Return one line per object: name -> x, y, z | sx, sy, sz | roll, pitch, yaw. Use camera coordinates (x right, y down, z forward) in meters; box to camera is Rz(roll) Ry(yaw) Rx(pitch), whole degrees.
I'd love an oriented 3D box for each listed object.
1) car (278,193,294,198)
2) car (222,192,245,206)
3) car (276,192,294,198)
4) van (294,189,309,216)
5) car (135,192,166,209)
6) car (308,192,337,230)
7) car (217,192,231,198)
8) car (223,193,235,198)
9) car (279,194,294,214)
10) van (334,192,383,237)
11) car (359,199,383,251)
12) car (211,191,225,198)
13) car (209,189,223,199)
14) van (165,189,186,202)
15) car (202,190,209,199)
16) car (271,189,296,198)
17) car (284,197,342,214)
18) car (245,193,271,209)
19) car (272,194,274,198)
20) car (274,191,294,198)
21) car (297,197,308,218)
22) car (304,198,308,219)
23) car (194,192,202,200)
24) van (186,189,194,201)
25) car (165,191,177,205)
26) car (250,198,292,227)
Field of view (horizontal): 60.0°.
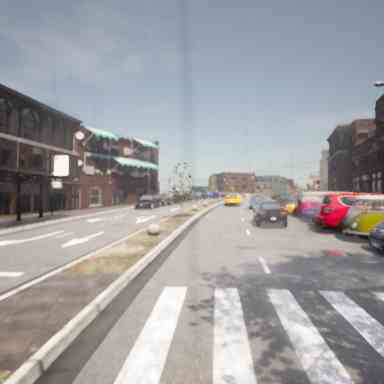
car -> 11.329, 1.122, 33.029 | 4.792, 1.488, 2.163 | 0, 1, 10
car -> 5.407, 0.919, 42.996 | 1.882, 1.535, 5.008 | 0, 1, 11
car -> 11.846, 1.076, 35.708 | 4.792, 1.488, 2.163 | 0, 1, 10
van -> 10.260, 0.996, 24.904 | 4.442, 1.987, 1.878 | 0, 1, 8
car -> -4.818, 1.030, 36.943 | 2.097, 1.535, 5.008 | 0, 1, 10
car -> 9.223, 1.079, 16.918 | 5.566, 2.045, 2.435 | 0, 1, 6
car -> 8.194, 0.785, 85.144 | 2.231, 1.521, 4.892 | 0, -1, 21
car -> 10.136, 0.899, 90.205 | 2.002, 1.452, 4.674 | 0, -1, 22
car -> 10.338, 1.176, 27.656 | 5.366, 1.575, 1.946 | 0, 1, 8
van -> 8.801, 1.134, 14.202 | 4.442, 1.987, 1.878 | 0, 1, 6
car -> 8.664, 1.266, 11.446 | 4.553, 1.767, 2.185 | 0, 1, 6
car -> 6.295, 0.600, 79.840 | 2.185, 1.767, 4.553 | 0, -1, 20
car -> 4.500, 0.438, 74.525 | 2.435, 2.045, 5.566 | 0, 0, 19
van -> -2.717, 0.625, 47.687 | 1.878, 1.987, 4.442 | 0, 1, 13
car -> 1.331, 0.726, 63.943 | 2.002, 1.452, 4.674 | 0, 0, 16
car -> 14.541, 0.558, 49.221 | 5.566, 2.045, 2.435 | 0, 1, 14
car -> 10.928, 1.178, 30.328 | 4.674, 1.452, 2.002 | 0, 1, 9
car -> 7.246, 1.098, 36.698 | 2.033, 1.411, 5.357 | 0, 1, 10
car -> 13.359, 0.924, 43.889 | 4.792, 1.488, 2.163 | 0, 1, 12
car -> 12.299, 0.999, 38.402 | 4.892, 1.521, 2.231 | 0, 1, 11
car -> 9.793, 1.300, 22.233 | 4.674, 1.452, 2.002 | 0, 1, 8
car -> 9.457, 1.325, 19.639 | 4.792, 1.488, 2.163 | 0, 1, 7
car -> -0.107, 0.758, 58.590 | 2.002, 1.452, 4.674 | 0, 0, 15
van -> -1.496, 0.548, 53.089 | 1.878, 1.987, 4.442 | 0, 1, 14
car -> -3.824, 0.971, 42.345 | 2.163, 1.488, 4.792 | 0, 1, 12
car -> 4.866, 1.315, 20.998 | 1.812, 1.442, 4.674 | 0, 1, 7
